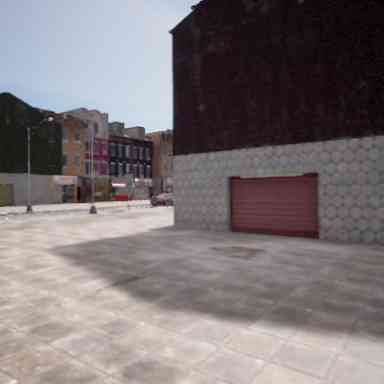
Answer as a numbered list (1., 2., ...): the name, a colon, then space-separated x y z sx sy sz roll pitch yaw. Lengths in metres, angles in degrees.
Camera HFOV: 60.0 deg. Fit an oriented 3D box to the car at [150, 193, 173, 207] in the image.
1. car: -2.529 0.855 35.603 1.812 1.442 4.674 -1 1 36
